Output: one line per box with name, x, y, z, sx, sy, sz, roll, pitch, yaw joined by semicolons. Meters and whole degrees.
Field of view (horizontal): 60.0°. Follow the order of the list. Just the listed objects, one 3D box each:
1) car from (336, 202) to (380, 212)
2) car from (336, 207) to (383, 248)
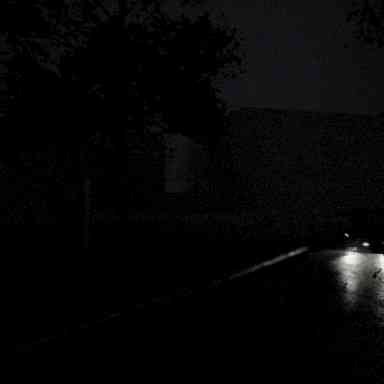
car;17.099;1.785;33.830;4.902;1.511;2.128;0;0;-13
car;8.196;1.632;14.842;2.033;1.411;5.357;0;0;36
